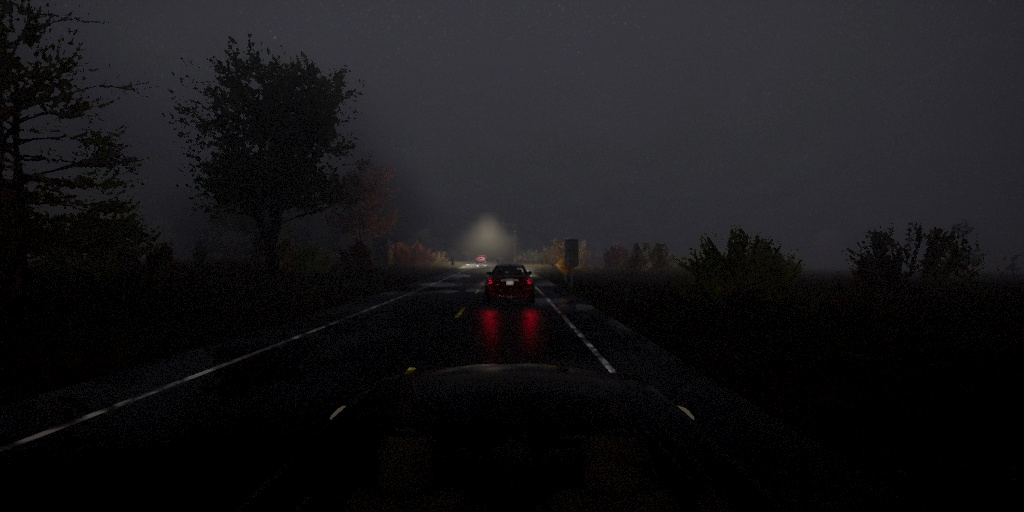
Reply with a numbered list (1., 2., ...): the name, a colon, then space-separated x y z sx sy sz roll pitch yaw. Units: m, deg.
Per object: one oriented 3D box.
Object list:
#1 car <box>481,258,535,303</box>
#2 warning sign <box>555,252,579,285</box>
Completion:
1. car: -0.122 1.106 16.542 2.097 1.767 4.553 0 0 -1
2. warning sign: 3.317 0.846 22.305 1.300 1.860 1.060 0 0 -1
